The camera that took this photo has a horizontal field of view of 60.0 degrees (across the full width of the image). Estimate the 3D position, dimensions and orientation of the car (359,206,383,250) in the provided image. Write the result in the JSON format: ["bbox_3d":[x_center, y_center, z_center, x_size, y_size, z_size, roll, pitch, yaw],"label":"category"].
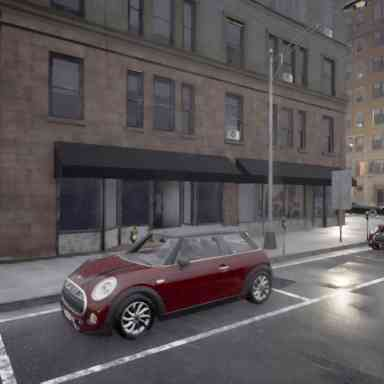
[{"bbox_3d":[8.598,1.442,12.845,4.097,1.590,1.967,0,0,-35],"label":"car"}]

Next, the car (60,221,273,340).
[{"bbox_3d":[-0.362,1.440,6.488,4.097,1.590,1.967,0,0,-35],"label":"car"}]

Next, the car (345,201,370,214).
[{"bbox_3d":[15.557,1.526,30.707,1.895,1.301,4.718,1,0,-36],"label":"car"}]
